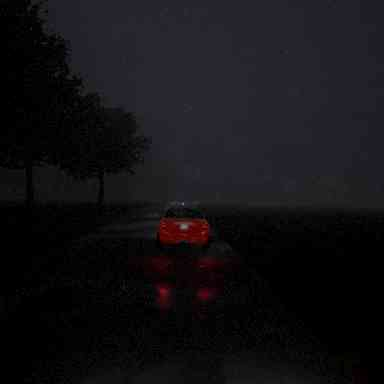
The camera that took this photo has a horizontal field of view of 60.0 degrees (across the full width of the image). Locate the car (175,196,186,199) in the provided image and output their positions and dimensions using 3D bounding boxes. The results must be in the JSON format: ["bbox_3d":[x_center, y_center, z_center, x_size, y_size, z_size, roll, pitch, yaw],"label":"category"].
[{"bbox_3d":[-2.655,1.811,77.625,1.837,1.490,4.892,0,0,11],"label":"car"}]

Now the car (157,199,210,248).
[{"bbox_3d":[-0.423,1.357,14.754,2.097,1.767,4.553,1,-1,-3],"label":"car"}]

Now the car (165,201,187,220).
[{"bbox_3d":[-1.508,1.617,29.773,1.812,1.442,4.674,0,0,-4],"label":"car"}]
